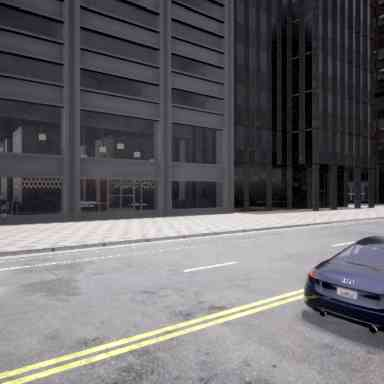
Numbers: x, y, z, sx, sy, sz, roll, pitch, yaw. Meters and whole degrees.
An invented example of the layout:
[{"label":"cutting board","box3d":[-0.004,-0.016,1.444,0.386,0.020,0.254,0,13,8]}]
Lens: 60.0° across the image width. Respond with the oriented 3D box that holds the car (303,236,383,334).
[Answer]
[{"label":"car","box3d":[4.061,1.563,6.410,4.181,1.385,1.994,0,0,-36]}]
